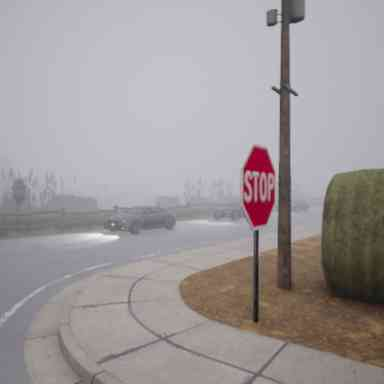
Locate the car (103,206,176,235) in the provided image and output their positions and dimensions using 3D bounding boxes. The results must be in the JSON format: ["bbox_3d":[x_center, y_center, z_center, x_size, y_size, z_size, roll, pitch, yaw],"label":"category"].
[{"bbox_3d":[-2.797,1.474,18.473,1.994,1.385,4.181,0,0,38],"label":"car"}]

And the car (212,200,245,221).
[{"bbox_3d":[3.486,1.417,26.489,1.837,1.490,4.892,0,0,38],"label":"car"}]

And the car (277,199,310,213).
[{"bbox_3d":[11.232,1.463,36.357,2.033,1.411,5.357,0,0,38],"label":"car"}]
